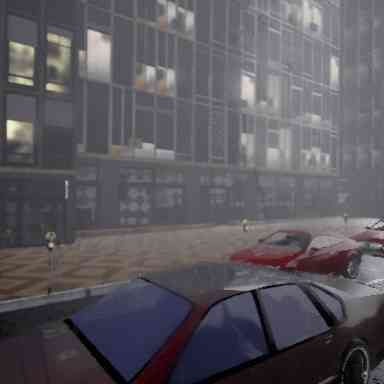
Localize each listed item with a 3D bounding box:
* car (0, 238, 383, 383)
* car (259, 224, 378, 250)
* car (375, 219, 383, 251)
[{"bbox_3d":[0.128,1.550,3.457,5.357,1.411,2.033,0,0,-35],"label":"car"},{"bbox_3d":[2.721,1.591,8.493,4.206,1.307,1.802,0,1,-36],"label":"car"},{"bbox_3d":[7.238,1.597,11.716,4.206,1.307,1.802,0,1,-36],"label":"car"}]
